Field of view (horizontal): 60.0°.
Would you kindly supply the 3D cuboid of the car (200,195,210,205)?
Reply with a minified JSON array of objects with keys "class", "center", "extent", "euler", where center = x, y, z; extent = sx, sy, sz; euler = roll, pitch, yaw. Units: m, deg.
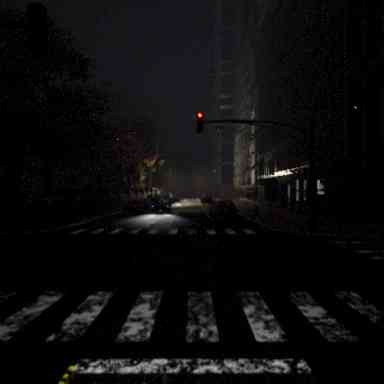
[{"class":"car","center":[2.672,1.397,56.099],"extent":[1.947,1.339,4.313],"euler":[0,0,0]}]

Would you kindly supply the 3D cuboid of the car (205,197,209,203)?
[{"class":"car","center":[2.681,1.468,33.375],"extent":[1.947,1.339,4.313],"euler":[0,0,0]}]

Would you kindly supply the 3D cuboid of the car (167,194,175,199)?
[{"class":"car","center":[-5.721,1.263,90.200],"extent":[1.802,1.307,4.206],"euler":[0,0,0]}]

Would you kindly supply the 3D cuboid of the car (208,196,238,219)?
[{"class":"car","center":[2.683,1.359,27.694],"extent":[1.967,1.590,4.097],"euler":[0,0,0]}]

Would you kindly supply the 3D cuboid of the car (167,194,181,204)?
[{"class":"car","center":[-3.036,1.422,59.027],"extent":[1.895,1.301,4.718],"euler":[0,0,0]}]

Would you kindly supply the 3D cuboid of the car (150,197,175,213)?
[{"class":"car","center":[-3.109,1.499,34.865],"extent":[1.895,1.301,4.718],"euler":[0,0,0]}]

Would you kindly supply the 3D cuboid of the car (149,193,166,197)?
[{"class":"car","center":[-5.706,1.166,50.417],"extent":[2.192,1.841,5.009],"euler":[0,0,0]}]

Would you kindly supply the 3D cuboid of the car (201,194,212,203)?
[{"class":"car","center":[2.671,1.250,61.780],"extent":[1.967,1.590,4.097],"euler":[0,0,0]}]

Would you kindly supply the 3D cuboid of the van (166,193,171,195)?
[{"class":"van","center":[-5.715,1.078,78.833],"extent":[1.690,1.788,3.998],"euler":[0,0,0]}]

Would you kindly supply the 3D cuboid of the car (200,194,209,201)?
[{"class":"car","center":[2.666,1.287,73.315],"extent":[1.752,1.417,4.829],"euler":[0,0,0]}]

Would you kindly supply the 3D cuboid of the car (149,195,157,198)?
[{"class":"car","center":[-5.702,1.437,39.052],"extent":[2.008,1.369,4.403],"euler":[0,0,0]}]

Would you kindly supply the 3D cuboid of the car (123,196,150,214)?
[{"class":"car","center":[-5.700,1.447,33.369],"extent":[1.887,1.381,4.507],"euler":[0,0,0]}]
